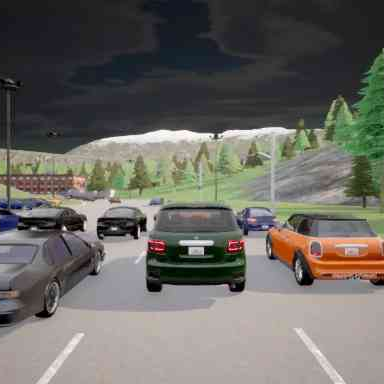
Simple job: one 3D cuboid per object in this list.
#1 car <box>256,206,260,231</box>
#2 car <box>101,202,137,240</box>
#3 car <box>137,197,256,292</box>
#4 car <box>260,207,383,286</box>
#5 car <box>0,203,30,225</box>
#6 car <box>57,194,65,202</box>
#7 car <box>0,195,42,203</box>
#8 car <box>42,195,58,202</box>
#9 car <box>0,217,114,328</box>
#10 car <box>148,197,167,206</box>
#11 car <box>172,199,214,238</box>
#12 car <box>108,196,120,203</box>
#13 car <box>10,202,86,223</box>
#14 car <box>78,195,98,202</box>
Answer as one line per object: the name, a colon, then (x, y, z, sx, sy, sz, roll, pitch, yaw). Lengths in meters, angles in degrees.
car: (3.523, 1.526, 18.445, 1.812, 1.442, 4.674, 0, 0, -1)
car: (-3.456, 1.478, 17.158, 1.882, 1.535, 5.008, 0, 0, 0)
car: (0.080, 1.221, 9.057, 2.150, 2.045, 5.566, 0, 0, 0)
car: (3.578, 1.352, 9.590, 2.097, 1.767, 4.553, 0, 0, 0)
car: (-10.457, 1.526, 17.369, 1.812, 1.442, 4.674, 0, 0, -1)
car: (-21.881, 1.478, 48.854, 5.008, 1.535, 1.882, 0, 0, -9)
car: (-20.490, 1.477, 38.145, 5.008, 1.535, 1.882, 0, 0, -6)
car: (-21.412, 1.505, 45.202, 4.892, 1.490, 1.837, 0, 1, -7)
car: (-3.415, 1.547, 7.331, 2.033, 1.411, 5.357, 0, 0, -1)
car: (-5.643, 1.547, 54.824, 2.033, 1.411, 5.357, 0, 0, 5)
car: (0.017, 1.352, 18.621, 2.097, 1.767, 4.553, 0, 0, -1)
car: (-16.269, 1.557, 69.373, 1.994, 1.385, 4.181, 0, 0, -20)
car: (-6.963, 1.478, 17.167, 1.882, 1.535, 5.008, 0, 0, 1)
car: (-24.570, 1.525, 78.623, 2.128, 1.511, 4.902, 0, 0, -34)
